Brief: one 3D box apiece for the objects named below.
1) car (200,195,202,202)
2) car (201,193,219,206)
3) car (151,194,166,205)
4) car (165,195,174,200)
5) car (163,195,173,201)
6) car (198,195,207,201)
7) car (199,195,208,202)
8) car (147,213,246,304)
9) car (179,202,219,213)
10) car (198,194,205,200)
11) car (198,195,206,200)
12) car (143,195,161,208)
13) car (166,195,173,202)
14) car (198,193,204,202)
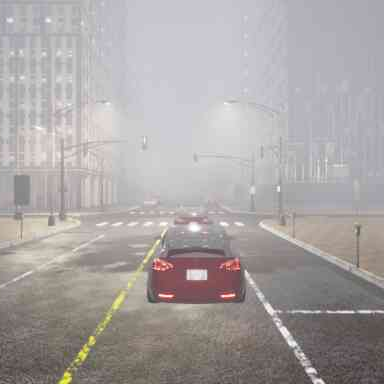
[{"bbox_3d":[2.707,1.497,52.885,2.008,1.369,4.403,0,0,0],"label":"car"},{"bbox_3d":[2.747,1.398,47.206,1.967,1.590,4.097,0,0,0],"label":"car"},{"bbox_3d":[-5.871,1.261,52.872,2.192,1.841,5.009,0,0,0],"label":"car"},{"bbox_3d":[-5.825,1.407,86.925,2.008,1.369,4.403,0,0,0],"label":"car"},{"bbox_3d":[-5.816,1.424,81.249,2.008,1.369,4.403,0,0,0],"label":"car"},{"bbox_3d":[2.564,1.418,81.256,1.887,1.381,4.507,0,0,0],"label":"car"},{"bbox_3d":[2.573,1.415,75.752,1.752,1.417,4.829,0,0,0],"label":"car"},{"bbox_3d":[0.082,1.501,8.196,2.163,1.488,4.792,0,0,0],"label":"car"},{"bbox_3d":[0.062,1.496,17.444,2.163,1.488,4.792,0,0,0],"label":"car"},{"bbox_3d":[2.546,1.361,92.777,1.752,1.417,4.829,0,0,0],"label":"car"},{"bbox_3d":[2.555,1.407,86.931,2.008,1.369,4.403,0,0,0],"label":"car"},{"bbox_3d":[-5.893,1.483,47.024,1.752,1.417,4.829,0,0,0],"label":"car"},{"bbox_3d":[-5.808,1.435,75.574,1.887,1.381,4.507,0,0,0],"label":"car"},{"bbox_3d":[2.583,1.220,69.907,2.192,1.841,5.009,0,0,0],"label":"car"}]
